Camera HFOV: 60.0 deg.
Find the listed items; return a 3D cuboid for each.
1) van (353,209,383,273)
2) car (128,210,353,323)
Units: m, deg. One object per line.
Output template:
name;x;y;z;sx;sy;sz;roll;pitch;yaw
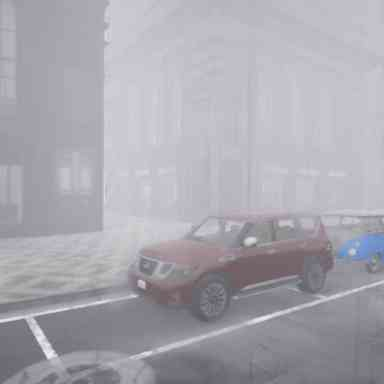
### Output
van;5.732;1.448;10.742;3.998;1.788;1.690;1;-1;-36
car;1.144;1.366;7.469;5.009;1.841;2.192;1;-1;-36
